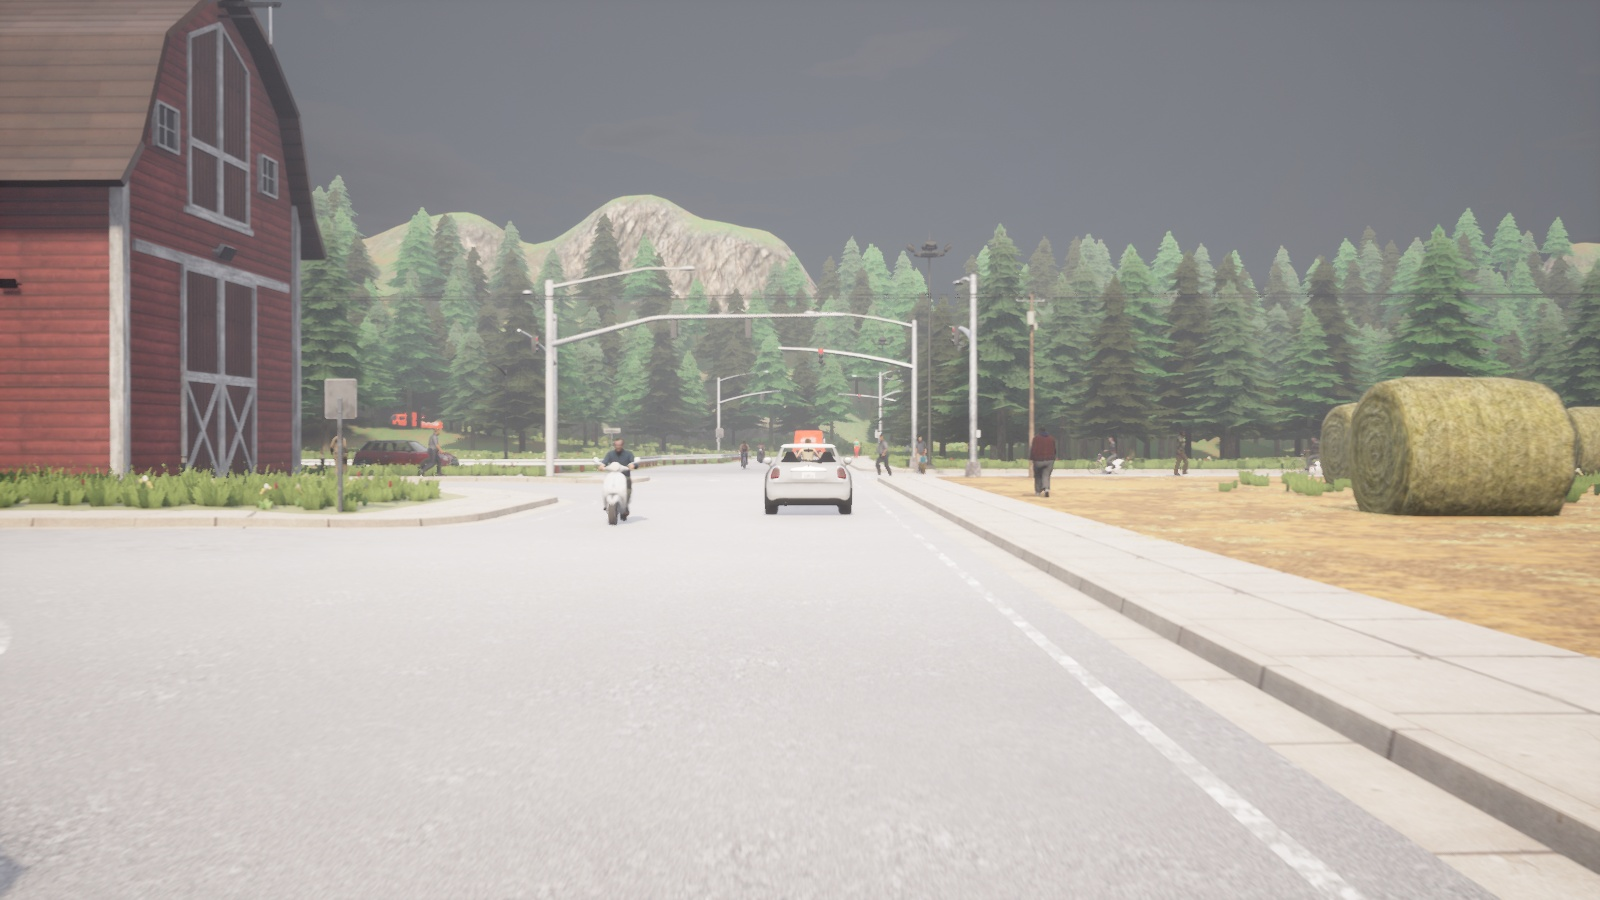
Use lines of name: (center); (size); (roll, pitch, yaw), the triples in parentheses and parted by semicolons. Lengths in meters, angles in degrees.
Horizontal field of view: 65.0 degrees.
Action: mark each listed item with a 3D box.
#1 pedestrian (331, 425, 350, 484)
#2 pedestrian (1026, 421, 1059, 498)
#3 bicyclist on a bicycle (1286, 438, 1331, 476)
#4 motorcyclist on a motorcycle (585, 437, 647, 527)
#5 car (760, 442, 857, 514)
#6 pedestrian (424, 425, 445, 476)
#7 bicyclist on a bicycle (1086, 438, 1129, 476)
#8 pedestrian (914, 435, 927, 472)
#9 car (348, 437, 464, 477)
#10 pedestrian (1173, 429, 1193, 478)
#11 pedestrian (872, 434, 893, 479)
pedestrian: (-15.109, 0.144, 41.283); (0.396, 1.930, 0.692); (0, 0, -3)
pedestrian: (5.929, 0.225, 30.748); (0.634, 1.844, 0.899); (0, 0, 0)
bicyclist on a bicycle: (23.809, 0.332, 58.812); (1.843, 1.776, 0.659); (0, 0, 1)
motorcyclist on a motorcycle: (-3.354, 0.567, 23.069); (0.866, 1.590, 1.817); (0, 0, 0)
car: (0.172, 0.558, 27.365); (1.970, 1.475, 3.806); (0, 0, 0)
pedestrian: (-13.189, 0.020, 45.313); (0.694, 1.848, 0.540); (0, 0, -23)
bicyclist on a bicycle: (14.463, 0.323, 59.035); (1.843, 1.776, 0.659); (0, 0, 1)
pedestrian: (5.944, 0.165, 61.897); (0.540, 1.848, 0.694); (0, 0, 14)
car: (-17.619, 0.300, 56.297); (4.553, 1.767, 2.097); (0, 0, 1)
pedestrian: (15.252, 0.139, 50.047); (0.692, 1.930, 0.395); (0, 0, 3)
pedestrian: (3.410, 0.252, 52.004); (0.694, 1.848, 0.540); (0, 0, -29)
